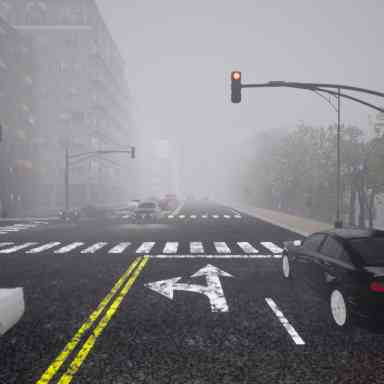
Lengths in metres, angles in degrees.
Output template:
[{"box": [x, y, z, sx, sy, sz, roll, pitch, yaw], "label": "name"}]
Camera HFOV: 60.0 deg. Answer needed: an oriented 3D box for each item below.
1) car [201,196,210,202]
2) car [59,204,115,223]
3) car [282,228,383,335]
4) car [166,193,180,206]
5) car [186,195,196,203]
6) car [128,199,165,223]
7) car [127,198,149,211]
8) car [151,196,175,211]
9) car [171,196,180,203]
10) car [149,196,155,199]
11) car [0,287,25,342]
[{"box": [2.959, 1.551, 73.584, 2.128, 1.511, 4.902, 0, 0, 0], "label": "car"}, {"box": [-8.434, 1.659, 27.022, 1.895, 1.301, 4.718, 0, 1, 24], "label": "car"}, {"box": [3.326, 1.477, 6.891, 1.882, 1.535, 5.008, 0, 0, 0], "label": "car"}, {"box": [-3.566, 1.237, 56.779, 2.150, 2.045, 5.566, 0, 0, 0], "label": "car"}, {"box": [-0.286, 1.382, 73.015, 2.097, 1.767, 4.553, 0, 0, 0], "label": "car"}, {"box": [-3.458, 1.537, 25.991, 1.837, 1.490, 4.892, 0, 0, 0], "label": "car"}, {"box": [-6.763, 1.531, 40.945, 1.812, 1.442, 4.674, 0, 0, 0], "label": "car"}, {"box": [-3.511, 1.569, 40.448, 1.994, 1.385, 4.181, 0, 0, 0], "label": "car"}, {"box": [-3.541, 1.535, 72.090, 1.812, 1.442, 4.674, 0, 0, 0], "label": "car"}, {"box": [-6.817, 1.494, 58.534, 1.882, 1.535, 5.008, 0, 0, 0], "label": "car"}, {"box": [-3.357, 1.601, 2.619, 1.895, 1.301, 4.718, 0, 0, 0], "label": "car"}]
